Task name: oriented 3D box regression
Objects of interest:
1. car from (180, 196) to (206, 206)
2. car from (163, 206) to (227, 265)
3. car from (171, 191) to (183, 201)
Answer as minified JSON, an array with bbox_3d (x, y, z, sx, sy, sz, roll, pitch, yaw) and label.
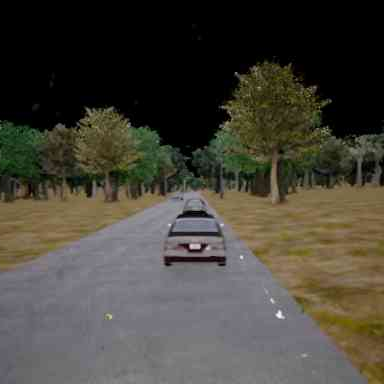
[{"bbox_3d":[0.274,1.224,28.401,1.994,1.385,4.181,0,1,1],"label":"car"},{"bbox_3d":[0.114,1.410,11.023,2.033,1.411,5.357,0,1,1],"label":"car"},{"bbox_3d":[-2.575,0.681,58.222,2.097,1.767,4.553,0,1,1],"label":"car"}]
